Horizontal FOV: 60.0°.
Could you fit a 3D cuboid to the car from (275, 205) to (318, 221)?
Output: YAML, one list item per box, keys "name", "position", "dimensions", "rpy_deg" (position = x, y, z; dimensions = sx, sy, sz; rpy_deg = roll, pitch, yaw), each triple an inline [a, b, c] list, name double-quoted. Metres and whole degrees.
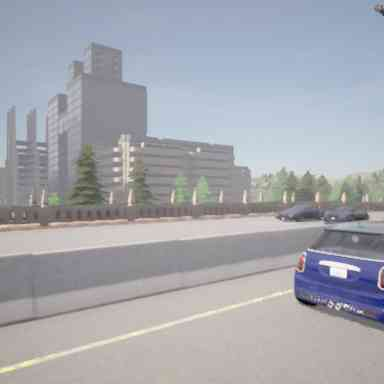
- name: "car"
  position: [9.519, 1.810, 28.657]
  dimensions: [5.357, 1.411, 2.033]
  rpy_deg: [0, -1, -37]

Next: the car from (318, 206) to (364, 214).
- name: "car"
  position: [12.253, 1.813, 26.333]
  dimensions: [4.181, 1.385, 1.994]
  rpy_deg: [0, -1, -37]

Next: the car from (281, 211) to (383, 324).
- name: "car"
  position: [4.233, 1.421, 6.992]
  dimensions: [4.553, 1.767, 2.097]
  rpy_deg: [0, -1, -36]
